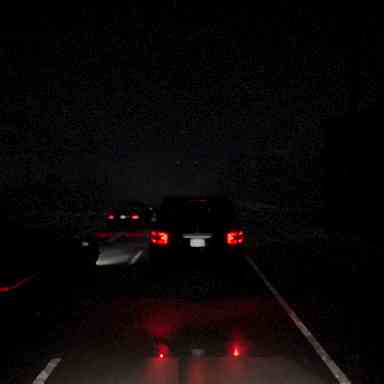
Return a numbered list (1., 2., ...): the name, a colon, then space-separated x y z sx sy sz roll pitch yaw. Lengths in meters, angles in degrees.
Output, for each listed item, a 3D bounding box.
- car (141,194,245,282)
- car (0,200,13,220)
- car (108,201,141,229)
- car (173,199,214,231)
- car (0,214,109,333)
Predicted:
1. car: 0.097 1.064 9.366 2.150 2.045 5.566 0 1 0
2. car: -10.547 1.090 15.691 2.097 1.767 4.553 0 1 1
3. car: -3.408 1.232 18.903 2.033 1.411 5.357 0 1 0
4. car: 0.095 1.225 19.302 2.033 1.411 5.357 0 1 0
5. car: -3.406 1.435 6.686 2.033 1.411 5.357 0 1 0
